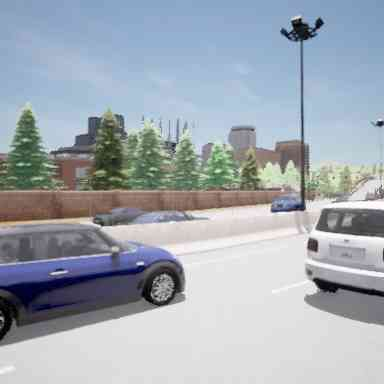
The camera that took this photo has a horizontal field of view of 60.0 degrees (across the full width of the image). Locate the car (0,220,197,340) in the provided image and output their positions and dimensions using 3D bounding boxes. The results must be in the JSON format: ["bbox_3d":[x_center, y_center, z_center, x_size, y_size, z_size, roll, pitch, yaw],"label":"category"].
[{"bbox_3d":[-2.324,1.399,6.587,4.553,1.767,2.097,0,0,-36],"label":"car"}]

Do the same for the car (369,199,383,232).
[{"bbox_3d":[12.589,1.351,20.309,2.097,1.767,4.553,-1,0,42],"label":"car"}]

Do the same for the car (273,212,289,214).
[{"bbox_3d":[9.966,1.298,33.872,2.150,2.045,5.566,-1,0,37],"label":"car"}]

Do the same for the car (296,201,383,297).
[{"bbox_3d":[4.874,1.223,7.829,5.566,2.045,2.150,0,0,-40],"label":"car"}]
